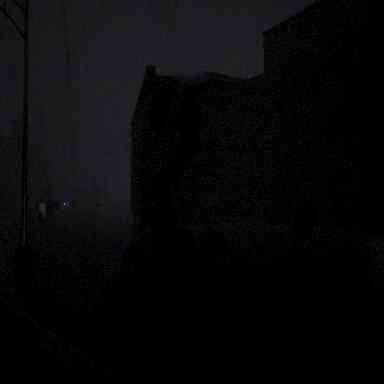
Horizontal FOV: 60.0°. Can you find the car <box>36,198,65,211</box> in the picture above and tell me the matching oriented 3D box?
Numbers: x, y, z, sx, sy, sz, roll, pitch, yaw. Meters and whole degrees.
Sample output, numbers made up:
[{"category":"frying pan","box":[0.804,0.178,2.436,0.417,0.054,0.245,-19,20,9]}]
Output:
[{"category":"car","box":[-18.564,1.630,42.966,2.128,1.511,4.902,1,0,-6]}]

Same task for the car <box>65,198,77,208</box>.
[{"category":"car","box":[-19.912,1.720,53.469,1.812,1.442,4.674,1,0,-7]}]
